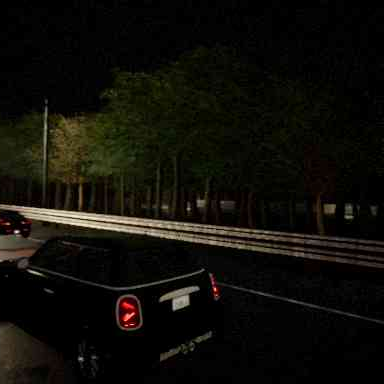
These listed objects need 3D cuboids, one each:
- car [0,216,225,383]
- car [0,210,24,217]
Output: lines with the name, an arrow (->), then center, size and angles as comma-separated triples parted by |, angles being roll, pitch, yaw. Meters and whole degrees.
car -> -1.736, 1.454, 5.696 | 4.553, 1.767, 2.097 | 0, -2, 41
car -> -10.554, 1.752, 18.207 | 4.892, 1.490, 1.837 | 0, -2, 41
